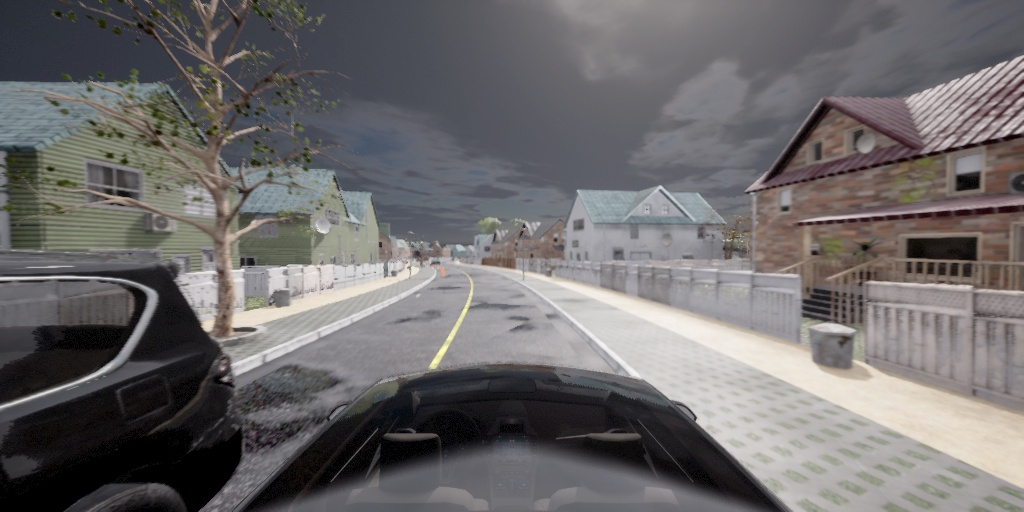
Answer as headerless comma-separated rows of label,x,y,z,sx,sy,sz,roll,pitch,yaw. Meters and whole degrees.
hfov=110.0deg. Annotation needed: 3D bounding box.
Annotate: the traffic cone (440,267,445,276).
traffic cone,-7.153,1.745,37.556,0.340,0.580,0.340,0,0,-10
